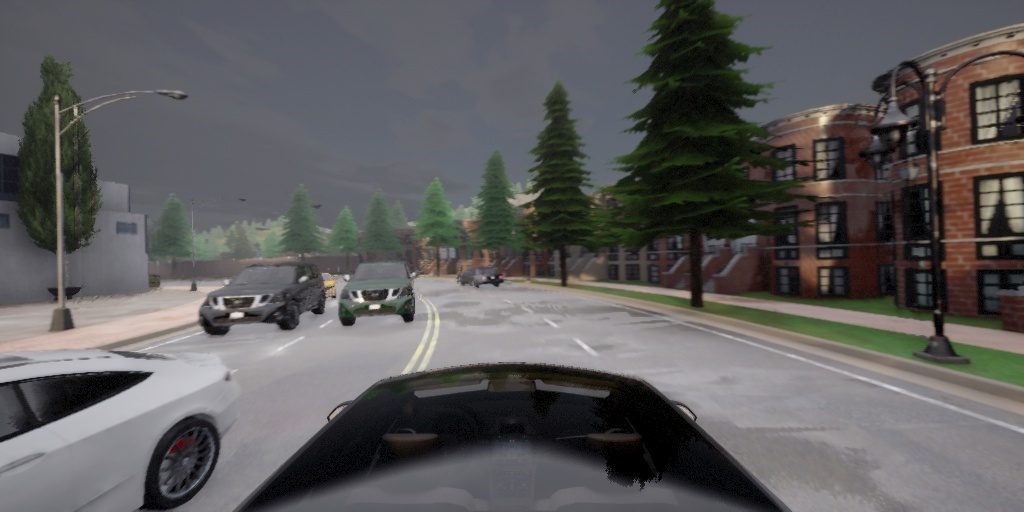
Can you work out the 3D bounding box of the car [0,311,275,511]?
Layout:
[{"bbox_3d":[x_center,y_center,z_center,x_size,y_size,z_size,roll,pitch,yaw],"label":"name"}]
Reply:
[{"bbox_3d":[-3.670,1.389,1.779,1.812,1.442,4.674,-2,0,0],"label":"car"}]

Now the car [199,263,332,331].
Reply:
[{"bbox_3d":[-8.088,1.275,12.333,2.150,2.045,5.566,-2,0,-14],"label":"car"}]

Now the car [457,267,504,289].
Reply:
[{"bbox_3d":[-2.402,1.532,26.084,2.033,1.411,5.357,-2,0,-27],"label":"car"}]

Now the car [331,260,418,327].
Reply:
[{"bbox_3d":[-4.696,1.176,13.192,2.150,2.045,5.566,-2,0,-14],"label":"car"}]

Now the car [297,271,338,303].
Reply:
[{"bbox_3d":[-11.649,1.717,21.543,1.882,1.535,5.008,-2,0,-28],"label":"car"}]
